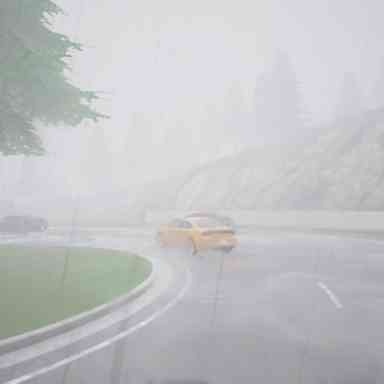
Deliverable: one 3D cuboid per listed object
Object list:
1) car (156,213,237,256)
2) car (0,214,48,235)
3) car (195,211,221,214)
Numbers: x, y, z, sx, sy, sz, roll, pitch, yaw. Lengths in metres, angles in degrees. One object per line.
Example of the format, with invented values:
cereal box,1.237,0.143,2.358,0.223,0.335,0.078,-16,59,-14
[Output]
car,0.041,1.914,15.368,1.882,1.535,5.008,1,-3,-29
car,-13.670,2.515,26.171,4.892,1.490,1.837,-2,-2,20
car,0.658,2.169,24.058,4.892,1.490,1.837,-2,-3,34
